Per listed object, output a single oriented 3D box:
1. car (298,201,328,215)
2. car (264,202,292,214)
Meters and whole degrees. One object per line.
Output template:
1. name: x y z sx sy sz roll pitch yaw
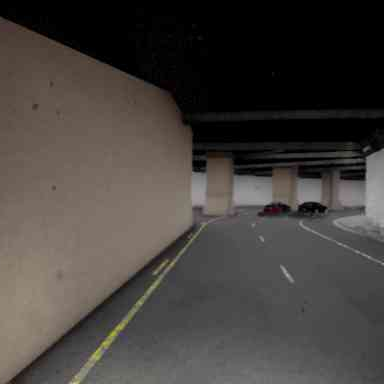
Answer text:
1. car: 14.186 1.846 38.840 1.882 1.535 5.008 1 0 42
2. car: 10.276 1.845 39.644 1.994 1.385 4.181 1 0 39
